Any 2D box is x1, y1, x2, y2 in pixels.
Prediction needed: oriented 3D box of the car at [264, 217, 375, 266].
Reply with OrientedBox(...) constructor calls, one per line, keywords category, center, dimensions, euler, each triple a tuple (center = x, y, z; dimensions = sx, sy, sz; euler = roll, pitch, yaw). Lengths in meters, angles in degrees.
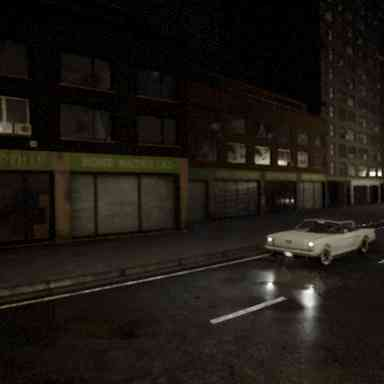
OrientedBox(category="car", center=(4.643, 1.609, 11.798), dimensions=(4.718, 1.301, 1.895), euler=(-1, 0, -42))
